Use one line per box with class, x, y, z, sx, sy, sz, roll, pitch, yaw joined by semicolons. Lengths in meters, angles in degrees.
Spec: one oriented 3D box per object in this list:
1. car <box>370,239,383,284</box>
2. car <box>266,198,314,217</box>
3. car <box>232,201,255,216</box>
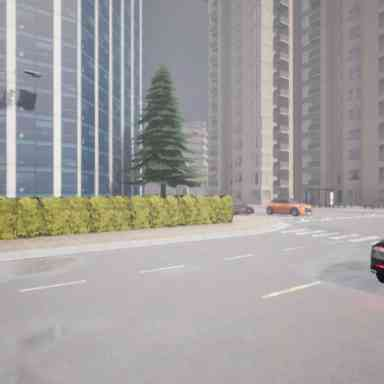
car;6.350;1.489;8.270;4.902;1.511;2.128;0;0;-35
car;9.436;1.401;32.246;2.097;1.767;4.553;0;0;-35
car;4.321;1.614;33.413;1.994;1.385;4.181;0;0;-35
